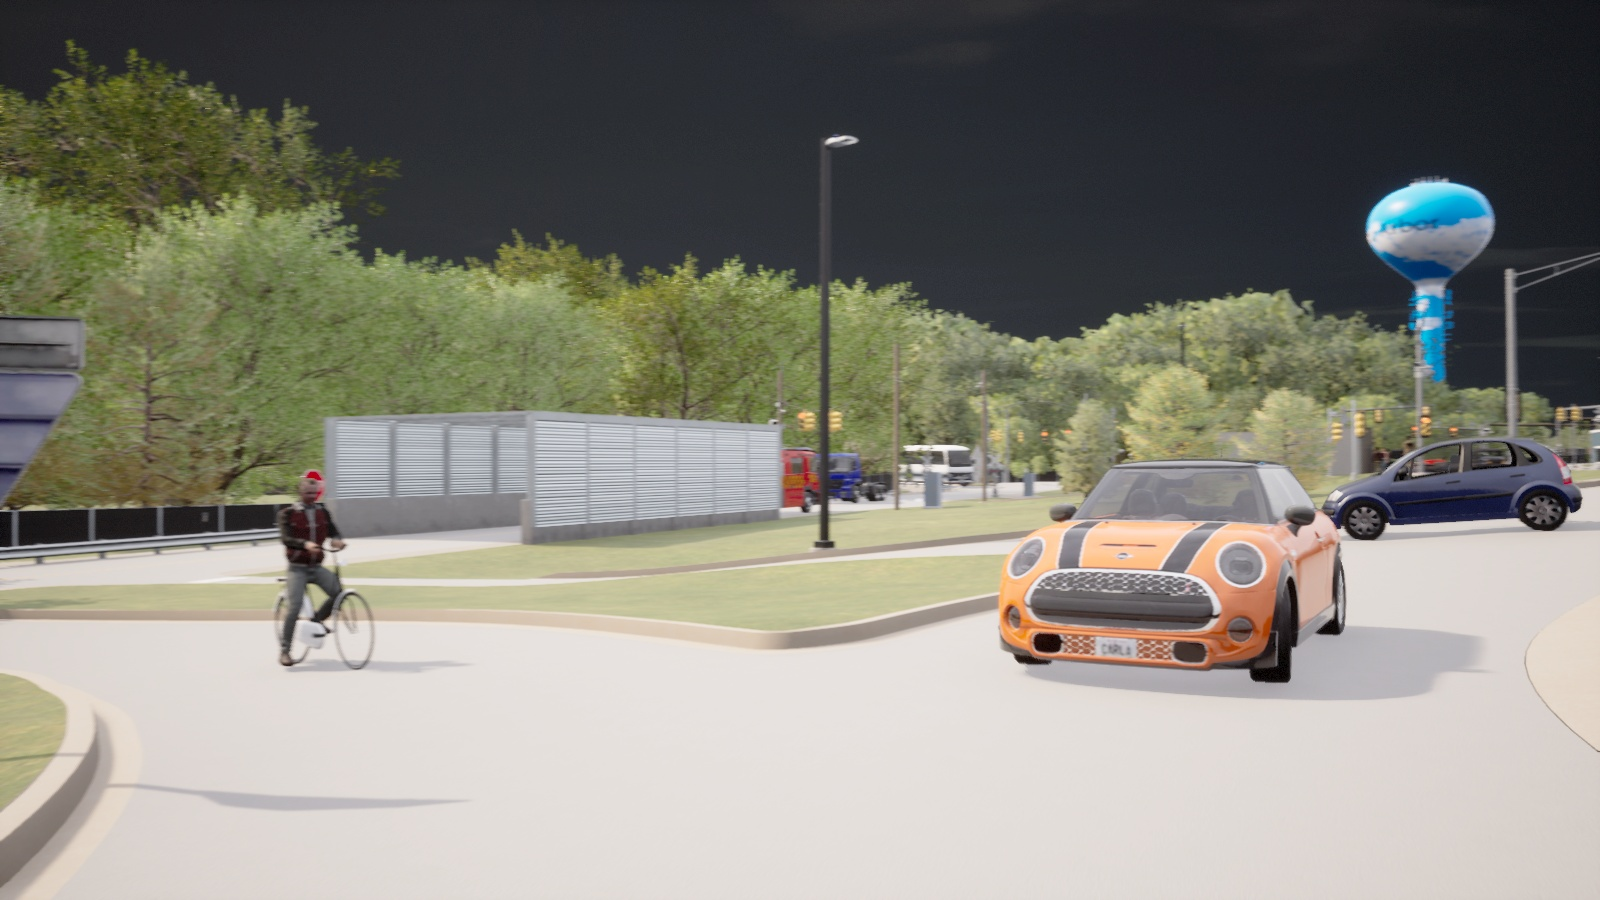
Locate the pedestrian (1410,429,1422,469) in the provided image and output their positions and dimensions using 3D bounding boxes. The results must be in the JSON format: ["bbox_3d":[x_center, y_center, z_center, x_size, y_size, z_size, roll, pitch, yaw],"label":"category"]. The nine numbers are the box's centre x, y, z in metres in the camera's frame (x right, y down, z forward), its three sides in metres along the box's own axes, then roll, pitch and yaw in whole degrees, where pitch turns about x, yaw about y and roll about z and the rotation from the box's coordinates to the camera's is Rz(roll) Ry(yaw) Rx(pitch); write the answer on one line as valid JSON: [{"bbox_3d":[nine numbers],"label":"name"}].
[{"bbox_3d":[30.274,-0.053,61.756,0.396,1.930,0.692,-1,-2,18],"label":"pedestrian"}]

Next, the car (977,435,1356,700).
[{"bbox_3d":[3.390,0.825,10.883,2.097,1.767,4.553,-1,-1,30],"label":"car"}]

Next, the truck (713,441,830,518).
[{"bbox_3d":[-1.370,1.515,66.676,2.891,3.827,8.468,-1,-1,24],"label":"truck"}]

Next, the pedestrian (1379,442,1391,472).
[{"bbox_3d":[35.817,0.419,76.906,0.703,1.840,0.431,2,-3,-44],"label":"pedestrian"}]

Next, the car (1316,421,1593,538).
[{"bbox_3d":[11.306,0.521,21.920,3.988,1.617,1.851,-6,-2,26],"label":"car"}]

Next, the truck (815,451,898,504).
[{"bbox_3d":[4.008,1.843,86.854,2.891,3.462,7.936,-1,-1,25],"label":"truck"}]

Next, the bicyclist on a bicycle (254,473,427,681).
[{"bbox_3d":[-4.304,1.169,11.686,1.843,1.776,0.659,-6,-3,42],"label":"bicyclist on a bicycle"}]
